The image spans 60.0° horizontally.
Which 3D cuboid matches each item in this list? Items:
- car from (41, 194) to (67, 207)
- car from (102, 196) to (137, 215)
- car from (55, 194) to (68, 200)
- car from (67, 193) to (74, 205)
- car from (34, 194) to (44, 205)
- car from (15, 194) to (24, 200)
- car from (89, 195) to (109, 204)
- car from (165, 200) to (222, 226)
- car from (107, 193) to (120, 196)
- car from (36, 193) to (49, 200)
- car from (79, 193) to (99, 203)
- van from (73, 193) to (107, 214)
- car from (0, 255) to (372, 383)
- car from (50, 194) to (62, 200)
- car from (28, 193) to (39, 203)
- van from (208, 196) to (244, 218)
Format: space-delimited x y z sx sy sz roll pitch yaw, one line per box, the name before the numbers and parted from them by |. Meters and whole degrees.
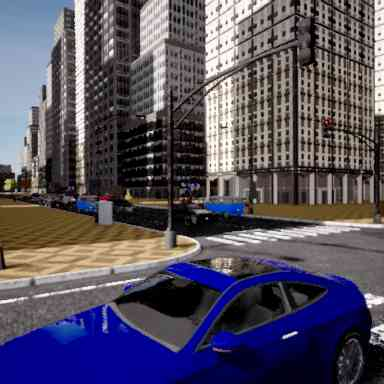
car | -19.734 1.405 47.579 1.947 1.339 4.313 0 0 -34
car | -7.239 1.440 33.729 1.812 1.442 4.674 0 0 -34
car | -31.418 1.195 79.803 2.008 1.369 4.403 0 0 -34
car | -19.168 1.362 51.522 2.033 1.411 5.357 0 0 -34
car | -22.838 1.364 52.167 2.008 1.369 4.403 0 0 -34
car | -41.462 1.236 79.695 1.802 1.307 4.206 0 0 -34
car | -15.897 1.322 56.863 1.887 1.381 4.507 0 0 -34
car | -0.155 1.536 23.256 1.994 1.385 4.181 0 0 -34
car | -12.793 1.118 52.275 2.192 1.841 5.009 0 0 -34
car | -38.303 1.135 85.173 2.128 1.511 4.902 0 0 -34
car | -19.001 1.066 61.451 2.192 1.841 5.009 0 0 -34
van | -10.421 1.258 33.815 1.690 1.788 3.998 0 0 -34
car | 0.211 1.535 3.712 4.674 1.442 1.812 0 0 -35
car | -34.617 1.142 84.532 1.752 1.417 4.829 0 0 -34
car | -29.046 1.342 61.343 1.802 1.307 4.206 0 0 -34
van | 2.819 1.272 29.403 1.690 1.788 3.998 0 0 -34
